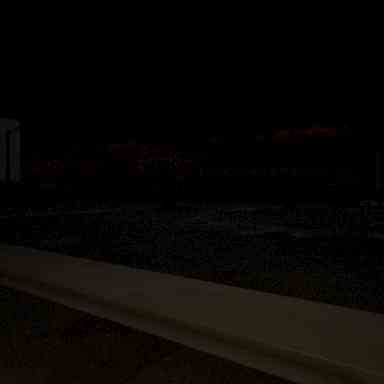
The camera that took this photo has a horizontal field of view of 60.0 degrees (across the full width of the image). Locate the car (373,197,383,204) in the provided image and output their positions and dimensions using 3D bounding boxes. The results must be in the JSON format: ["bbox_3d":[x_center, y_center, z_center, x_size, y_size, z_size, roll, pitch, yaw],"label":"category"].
[{"bbox_3d":[37.532,1.576,65.374,1.853,1.218,4.536,1,1,6],"label":"car"}]

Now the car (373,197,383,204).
[{"bbox_3d":[37.525,1.734,65.324,2.038,1.542,4.974,1,1,6],"label":"car"}]
